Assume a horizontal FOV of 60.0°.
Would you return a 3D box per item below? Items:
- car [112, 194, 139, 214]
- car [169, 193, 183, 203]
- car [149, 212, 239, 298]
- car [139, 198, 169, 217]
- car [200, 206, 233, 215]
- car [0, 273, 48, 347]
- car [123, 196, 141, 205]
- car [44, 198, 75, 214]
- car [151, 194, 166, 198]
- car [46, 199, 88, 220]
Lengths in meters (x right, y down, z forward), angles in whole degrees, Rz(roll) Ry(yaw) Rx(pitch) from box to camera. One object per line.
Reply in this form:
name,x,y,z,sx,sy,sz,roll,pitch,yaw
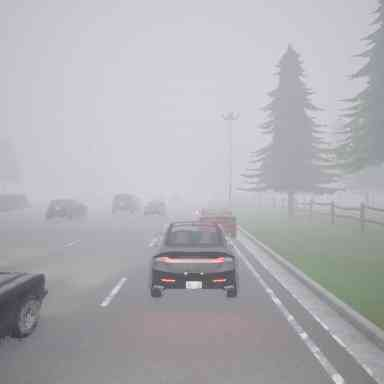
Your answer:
car,-6.897,1.221,35.226,2.150,2.045,5.566,0,0,0
car,-3.441,1.503,71.525,1.837,1.490,4.892,0,0,0
car,0.052,1.492,8.529,2.128,1.511,4.902,0,0,0
car,-3.400,1.547,31.490,2.033,1.411,5.357,0,0,0
car,1.225,1.478,17.871,1.882,1.535,5.008,0,0,0
car,-3.399,1.601,3.600,1.895,1.301,4.718,0,0,0
car,-10.399,1.492,57.966,2.128,1.511,4.902,0,0,0
car,-14.695,1.491,37.218,2.128,1.511,4.902,0,0,-7
car,-6.900,1.477,69.616,1.882,1.535,5.008,0,0,0
car,-10.399,1.351,27.965,2.097,1.767,4.553,0,0,0
